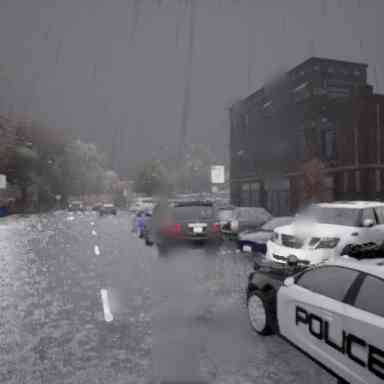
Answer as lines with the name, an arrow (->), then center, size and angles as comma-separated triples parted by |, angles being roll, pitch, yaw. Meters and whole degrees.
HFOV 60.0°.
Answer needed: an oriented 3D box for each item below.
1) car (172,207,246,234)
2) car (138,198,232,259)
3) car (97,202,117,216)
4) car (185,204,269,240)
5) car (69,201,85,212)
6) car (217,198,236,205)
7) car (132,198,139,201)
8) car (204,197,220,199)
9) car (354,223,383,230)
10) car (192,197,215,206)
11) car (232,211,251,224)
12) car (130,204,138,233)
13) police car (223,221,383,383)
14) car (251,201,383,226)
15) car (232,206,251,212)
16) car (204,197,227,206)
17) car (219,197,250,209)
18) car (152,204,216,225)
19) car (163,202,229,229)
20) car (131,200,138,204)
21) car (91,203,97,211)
car -> 1.202, 1.784, 21.885 | 4.674, 1.452, 2.002 | 1, -1, -37
car -> -0.602, 1.391, 13.691 | 2.150, 2.045, 5.566 | 0, -1, -17
car -> -10.317, 2.106, 40.584 | 1.812, 1.442, 4.674 | 0, -1, -17
car -> 2.068, 1.575, 19.006 | 4.553, 1.767, 2.185 | 1, -1, -37
car -> -17.714, 2.132, 51.366 | 2.097, 1.767, 4.553 | 0, -1, -13
car -> 8.399, 2.371, 81.131 | 2.185, 1.767, 4.553 | 1, -2, -39
car -> -5.103, 1.798, 41.970 | 5.566, 2.045, 2.435 | 1, -1, -38
car -> 2.459, 2.010, 61.117 | 2.435, 2.045, 5.566 | 0, 0, -39
car -> 5.650, 1.567, 7.535 | 4.792, 1.488, 2.163 | 1, -1, -37
car -> 2.671, 2.254, 79.155 | 2.435, 2.045, 5.566 | 0, -2, -39
car -> 3.866, 1.647, 13.265 | 4.792, 1.488, 2.163 | 1, -1, -37
car -> -2.385, 1.727, 19.385 | 1.882, 1.535, 5.008 | 0, -1, -17
police car -> 2.359, 1.460, 4.221 | 1.930, 1.638, 5.238 | 0, -1, -17
car -> 4.760, 1.326, 10.405 | 5.566, 2.045, 2.435 | 1, -1, -37
car -> 2.962, 1.533, 16.142 | 4.553, 1.767, 2.185 | 1, -1, -37
car -> 5.579, 2.248, 80.110 | 2.435, 2.045, 5.566 | 1, -2, -39
car -> 8.010, 2.001, 63.071 | 2.435, 2.045, 5.566 | 0, 0, -39
car -> -0.604, 1.830, 27.619 | 5.008, 1.535, 2.097 | 1, -2, -37
car -> 0.333, 1.661, 24.768 | 4.553, 1.767, 2.185 | 1, -1, -37
car -> -3.451, 1.955, 36.099 | 5.366, 1.575, 1.946 | 1, -1, -38
car -> -14.317, 2.315, 52.694 | 2.033, 1.411, 5.357 | 0, -1, 1
